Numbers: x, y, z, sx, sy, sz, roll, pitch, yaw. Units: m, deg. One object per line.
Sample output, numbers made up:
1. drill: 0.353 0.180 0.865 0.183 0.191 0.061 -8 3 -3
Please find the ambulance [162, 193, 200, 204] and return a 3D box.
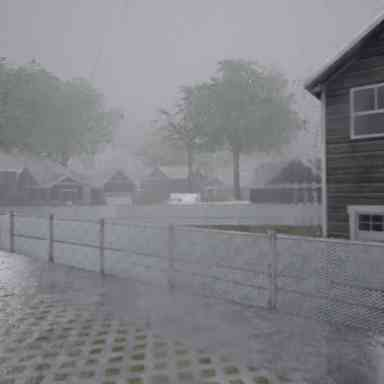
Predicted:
1. ambulance: -1.486 1.422 45.982 2.351 2.431 6.366 -1 0 36
